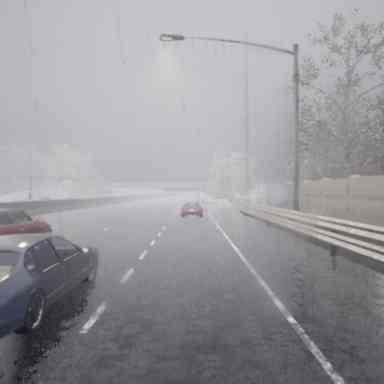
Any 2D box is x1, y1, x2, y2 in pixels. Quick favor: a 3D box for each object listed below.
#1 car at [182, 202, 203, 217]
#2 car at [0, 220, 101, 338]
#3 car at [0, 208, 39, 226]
[{"bbox_3d":[0.042,1.618,32.320,1.994,1.385,4.181,0,0,1],"label":"car"},{"bbox_3d":[-3.400,1.557,6.679,2.033,1.411,5.357,0,0,0],"label":"car"},{"bbox_3d":[-6.902,1.370,12.140,2.097,1.767,4.553,0,0,0],"label":"car"}]
